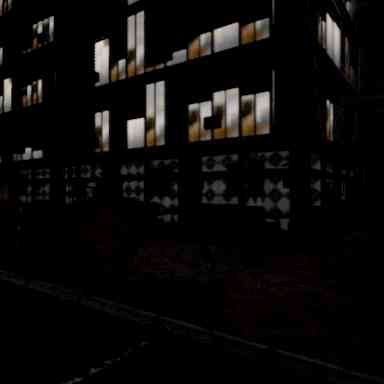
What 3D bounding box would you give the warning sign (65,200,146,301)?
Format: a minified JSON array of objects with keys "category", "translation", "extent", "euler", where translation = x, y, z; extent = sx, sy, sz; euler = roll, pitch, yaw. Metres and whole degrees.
[{"category":"warning sign","translation":[-1.826,1.117,7.105],"extent":[1.060,1.860,1.300],"euler":[0,0,36]}]
